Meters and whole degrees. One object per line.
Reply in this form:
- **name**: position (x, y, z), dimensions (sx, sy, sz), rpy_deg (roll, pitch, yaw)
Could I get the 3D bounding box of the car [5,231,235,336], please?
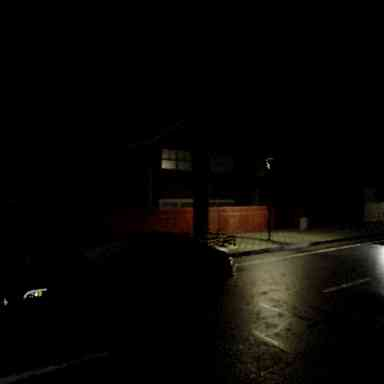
- **car**: position (-1.166, 1.564, 6.844), dimensions (4.674, 1.442, 1.812), rpy_deg (1, -1, -36)
